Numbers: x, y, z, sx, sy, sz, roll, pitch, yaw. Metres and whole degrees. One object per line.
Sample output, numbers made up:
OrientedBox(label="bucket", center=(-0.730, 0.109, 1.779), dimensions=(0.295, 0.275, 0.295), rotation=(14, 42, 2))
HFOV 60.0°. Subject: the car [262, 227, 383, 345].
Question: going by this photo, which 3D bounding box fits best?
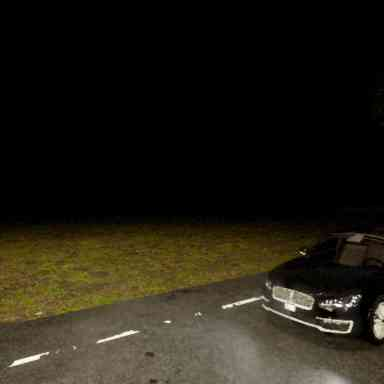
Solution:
OrientedBox(label="car", center=(3.464, 1.502, 6.471), dimensions=(4.892, 1.490, 1.837), rotation=(0, 0, -36))
